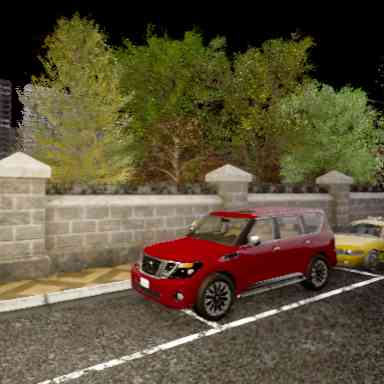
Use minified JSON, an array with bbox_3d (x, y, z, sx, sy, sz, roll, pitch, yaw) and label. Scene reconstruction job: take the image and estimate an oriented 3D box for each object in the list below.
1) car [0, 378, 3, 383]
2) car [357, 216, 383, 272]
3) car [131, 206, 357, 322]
[{"bbox_3d":[-3.629,1.233,0.793,5.566,2.045,2.150,0,0,-35],"label":"car"},{"bbox_3d":[5.689,1.476,10.603,4.829,1.417,1.752,0,1,-35],"label":"car"},{"bbox_3d":[1.201,1.292,7.402,5.009,1.841,2.192,0,1,-35],"label":"car"}]
